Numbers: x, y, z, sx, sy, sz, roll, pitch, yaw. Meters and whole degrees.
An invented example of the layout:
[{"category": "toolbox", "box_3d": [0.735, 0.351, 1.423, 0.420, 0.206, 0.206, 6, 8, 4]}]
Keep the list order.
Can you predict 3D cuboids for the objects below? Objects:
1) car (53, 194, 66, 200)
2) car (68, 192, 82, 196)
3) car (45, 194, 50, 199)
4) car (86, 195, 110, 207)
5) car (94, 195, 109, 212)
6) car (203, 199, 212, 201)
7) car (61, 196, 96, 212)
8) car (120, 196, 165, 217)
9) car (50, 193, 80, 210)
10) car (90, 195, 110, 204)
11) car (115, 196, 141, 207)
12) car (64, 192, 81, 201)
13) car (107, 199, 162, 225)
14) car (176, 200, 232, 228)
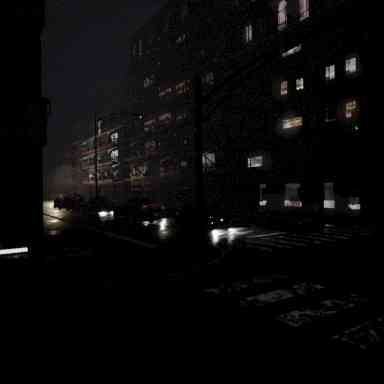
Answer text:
[{"category": "car", "box_3d": [-31.401, 1.125, 78.645, 2.008, 1.369, 4.403, -1, 1, -35]}, {"category": "car", "box_3d": [-19.698, 1.210, 56.885, 2.128, 1.511, 4.902, -1, 1, -35]}, {"category": "car", "box_3d": [-34.719, 1.076, 83.466, 1.752, 1.417, 4.829, -1, 1, -35]}, {"category": "car", "box_3d": [-13.746, 1.267, 48.322, 1.837, 1.490, 4.892, -1, 1, -34]}, {"category": "car", "box_3d": [-10.009, 1.424, 37.348, 1.994, 1.385, 4.181, -1, 1, -35]}, {"category": "car", "box_3d": [0.894, 1.360, 31.893, 1.887, 1.381, 4.507, -1, 1, -35]}, {"category": "car", "box_3d": [-12.533, 1.448, 36.443, 2.008, 1.369, 4.403, -1, 1, -35]}, {"category": "car", "box_3d": [-4.204, 1.258, 28.898, 2.097, 1.767, 4.553, -1, 1, -35]}, {"category": "car", "box_3d": [-15.755, 1.313, 41.123, 1.967, 1.590, 4.097, -1, 1, -35]}, {"category": "car", "box_3d": [-15.392, 1.217, 55.378, 1.752, 1.417, 4.829, -1, 1, -35]}, {"category": "car", "box_3d": [-8.950, 1.266, 46.015, 1.752, 1.417, 4.829, -1, 1, -35]}, {"category": "car", "box_3d": [-24.961, 0.936, 69.280, 2.192, 1.841, 5.009, -1, 1, -35]}, {"category": "car", "box_3d": [-4.301, 1.509, 24.251, 1.887, 1.381, 4.507, -1, 1, -35]}, {"category": "car", "box_3d": [0.690, 1.508, 21.792, 1.994, 1.385, 4.181, -1, 1, -34]}]
